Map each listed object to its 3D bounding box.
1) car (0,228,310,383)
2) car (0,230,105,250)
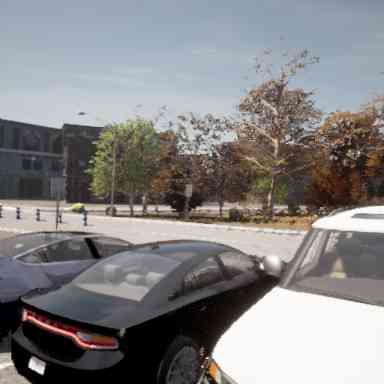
[{"bbox_3d":[-0.027,1.479,5.159,2.097,1.535,5.008,0,0,35],"label":"car"},{"bbox_3d":[-2.267,1.508,6.799,2.163,1.488,4.792,0,0,35],"label":"car"}]
